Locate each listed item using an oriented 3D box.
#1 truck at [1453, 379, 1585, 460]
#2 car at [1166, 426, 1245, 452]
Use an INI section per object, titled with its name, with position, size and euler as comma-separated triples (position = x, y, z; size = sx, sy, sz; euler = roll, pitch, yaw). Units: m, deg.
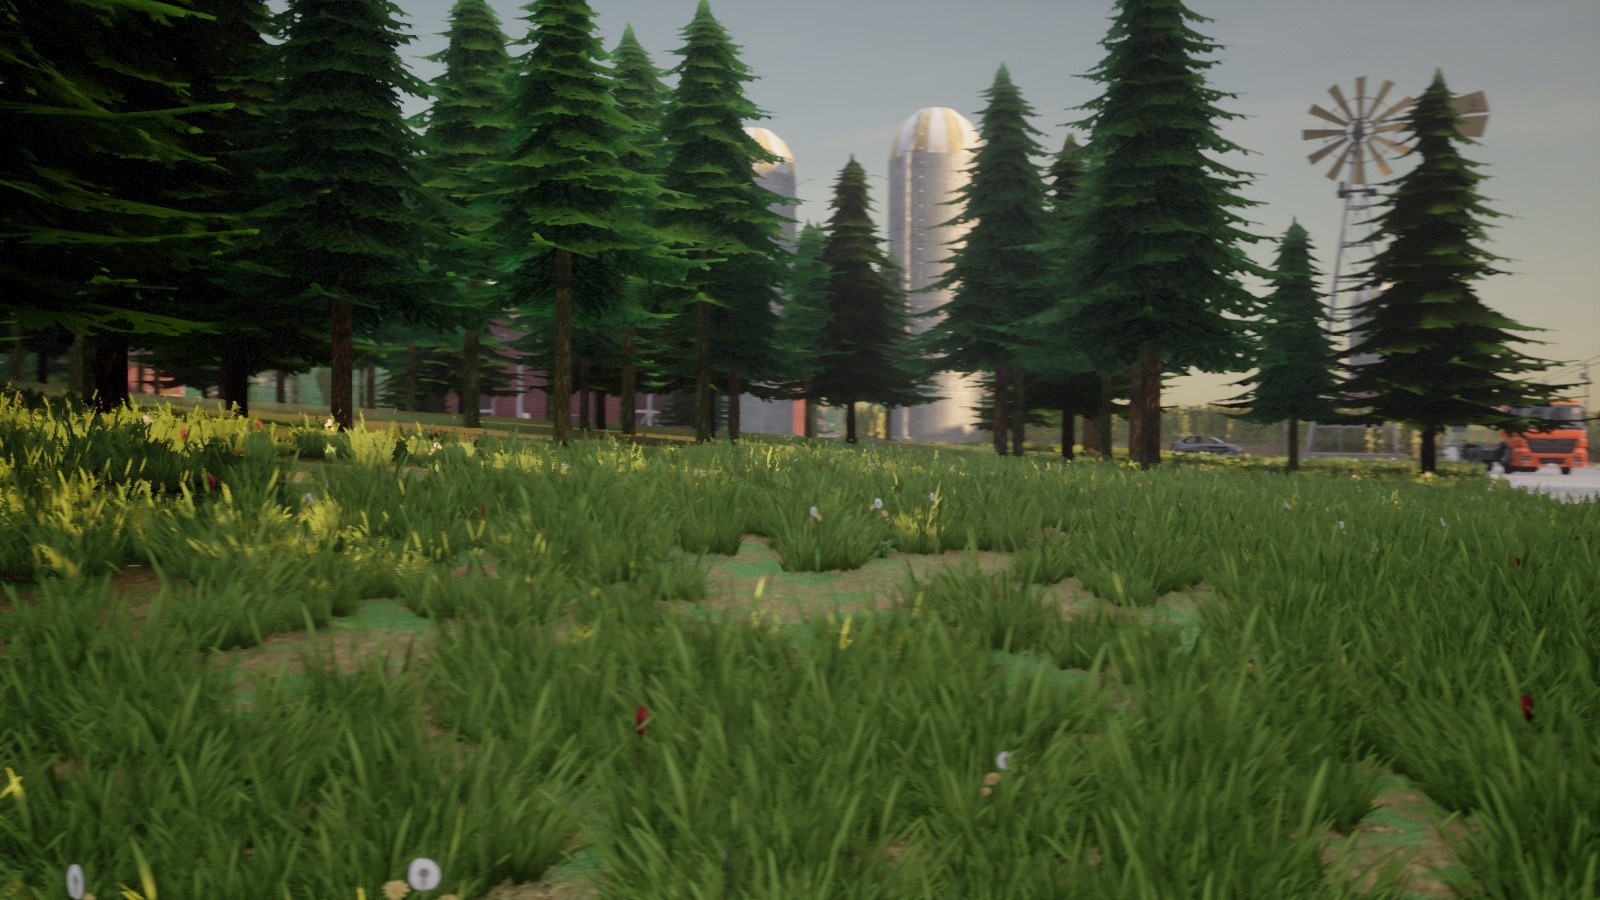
[truck]
position = 33.346, -1.383, 58.610
size = 2.891, 3.462, 7.936
euler = 0, 1, 11
[car]
position = 23.746, -0.621, 73.500
size = 4.193, 1.474, 1.816
euler = 0, 1, 26
